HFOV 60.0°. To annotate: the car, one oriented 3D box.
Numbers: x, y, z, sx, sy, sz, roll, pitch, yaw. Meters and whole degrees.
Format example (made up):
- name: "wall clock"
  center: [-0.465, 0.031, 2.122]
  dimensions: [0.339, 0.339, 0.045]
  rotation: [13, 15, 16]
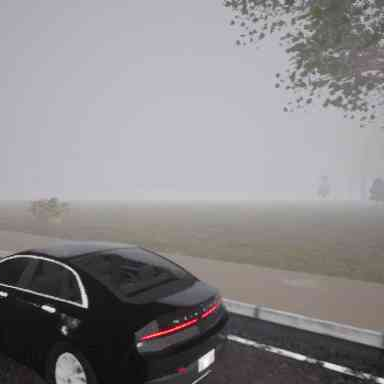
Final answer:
- name: "car"
  center: [-1.827, 1.495, 4.863]
  dimensions: [4.892, 1.490, 1.837]
  rotation: [0, 0, 35]
